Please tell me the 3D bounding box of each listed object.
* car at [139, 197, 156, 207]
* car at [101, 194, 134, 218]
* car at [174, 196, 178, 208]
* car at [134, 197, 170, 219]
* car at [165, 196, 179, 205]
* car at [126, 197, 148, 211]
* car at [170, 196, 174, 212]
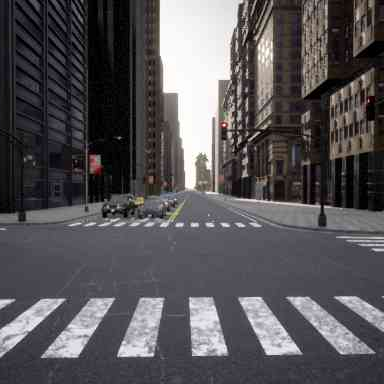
[{"bbox_3d":[-6.687,1.497,50.554,1.994,1.385,4.181,0,0,0],"label":"car"},{"bbox_3d":[-6.654,1.190,30.658,2.150,2.045,5.566,0,0,0],"label":"car"},{"bbox_3d":[-3.443,1.502,48.061,1.994,1.385,4.181,0,0,-1],"label":"car"},{"bbox_3d":[-3.399,1.323,29.054,2.097,1.767,4.553,0,0,0],"label":"car"},{"bbox_3d":[-3.422,1.466,58.478,2.033,1.411,5.357,0,0,0],"label":"car"},{"bbox_3d":[-6.663,1.429,40.663,1.882,1.535,5.008,0,0,0],"label":"car"},{"bbox_3d":[-3.417,1.481,38.036,1.812,1.442,4.674,0,0,0],"label":"car"}]
